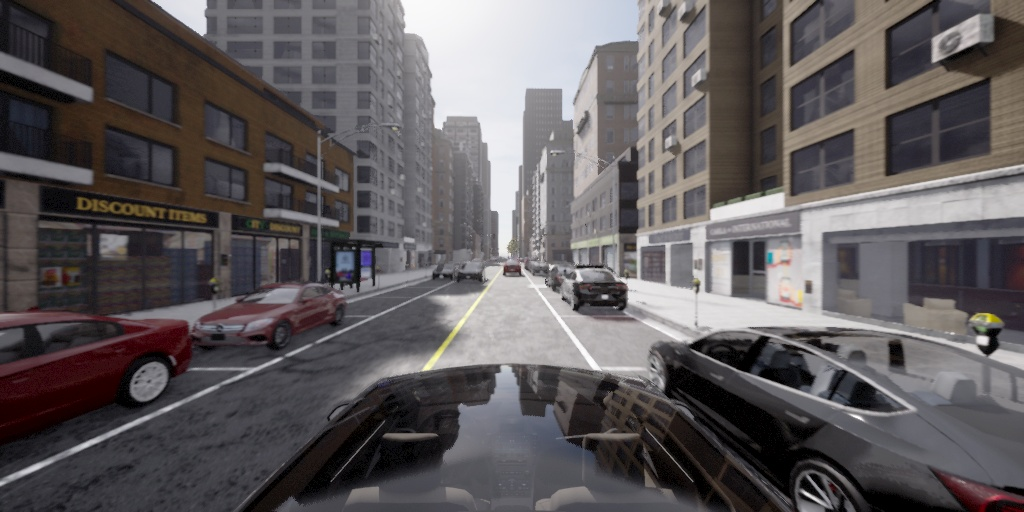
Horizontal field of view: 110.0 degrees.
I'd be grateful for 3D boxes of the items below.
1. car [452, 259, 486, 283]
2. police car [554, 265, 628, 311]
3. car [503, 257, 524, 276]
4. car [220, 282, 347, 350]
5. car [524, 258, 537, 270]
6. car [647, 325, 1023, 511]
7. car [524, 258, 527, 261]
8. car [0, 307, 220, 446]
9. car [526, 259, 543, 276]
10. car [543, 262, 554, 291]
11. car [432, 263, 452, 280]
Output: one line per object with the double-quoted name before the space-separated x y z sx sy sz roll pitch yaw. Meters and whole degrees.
"car" -3.116 1.217 28.000 1.882 1.535 5.008 0 0 0
"police car" 3.125 1.170 14.653 1.930 1.638 5.238 0 0 0
"car" 0.034 1.213 37.551 1.882 1.535 5.008 0 0 0
"car" -5.673 1.329 9.020 1.802 1.307 4.207 0 0 0
"car" 2.826 1.284 42.187 2.007 1.370 4.403 0 0 0
"car" 2.858 1.315 3.522 1.948 1.339 4.313 0 0 0
"car" 2.822 1.297 47.711 1.948 1.339 4.313 0 0 0
"car" -5.668 1.294 3.495 1.888 1.381 4.507 0 0 0
"car" 2.831 1.286 36.664 2.007 1.370 4.403 0 0 0
"car" 3.134 1.268 21.543 1.812 1.442 4.674 0 0 0
"car" -5.690 1.304 31.121 1.948 1.339 4.313 0 0 0
